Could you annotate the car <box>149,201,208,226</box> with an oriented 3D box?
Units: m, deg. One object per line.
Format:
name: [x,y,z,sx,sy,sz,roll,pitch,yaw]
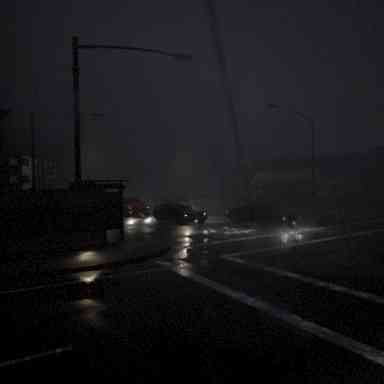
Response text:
car: [-0.922,1.543,23.208,1.895,1.301,4.718,-2,1,-33]

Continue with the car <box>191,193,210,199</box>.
car: [1.833,0.892,70.531,1.895,1.301,4.718,-1,1,36]

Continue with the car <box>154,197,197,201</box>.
car: [-1.647,1.460,30.884,1.895,1.301,4.718,-1,1,-32]

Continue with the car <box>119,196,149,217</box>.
car: [-5.636,1.286,30.740,2.097,1.767,4.553,-1,1,-31]

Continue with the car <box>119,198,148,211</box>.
car: [-7.145,1.447,39.905,1.895,1.301,4.718,-1,1,-30]

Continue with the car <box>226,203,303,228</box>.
car: [4.425,1.415,21.373,2.033,1.411,5.357,-2,1,-33]

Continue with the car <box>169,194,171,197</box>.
car: [-3.643,0.995,67.808,1.994,1.385,4.181,-1,1,25]

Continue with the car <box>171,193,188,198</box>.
car: [-1.890,0.962,60.989,1.882,1.535,5.008,-1,1,8]

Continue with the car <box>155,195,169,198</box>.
car: [-5.428,1.191,57.723,1.895,1.301,4.718,-1,1,-1]
